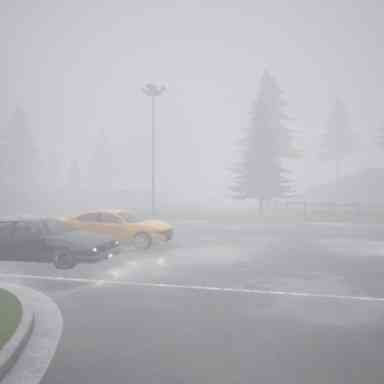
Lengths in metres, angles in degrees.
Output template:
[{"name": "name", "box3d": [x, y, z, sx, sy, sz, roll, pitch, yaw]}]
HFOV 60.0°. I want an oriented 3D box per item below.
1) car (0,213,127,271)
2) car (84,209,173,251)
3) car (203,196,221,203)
[{"name": "car", "box3d": [-5.076, 1.547, 10.693, 5.357, 1.411, 2.033, 0, 0, 13]}, {"name": "car", "box3d": [-3.270, 1.476, 13.871, 5.008, 1.535, 1.882, 0, 0, 13]}, {"name": "car", "box3d": [4.159, 1.481, 69.398, 2.128, 1.511, 4.902, 0, 0, -34]}]
